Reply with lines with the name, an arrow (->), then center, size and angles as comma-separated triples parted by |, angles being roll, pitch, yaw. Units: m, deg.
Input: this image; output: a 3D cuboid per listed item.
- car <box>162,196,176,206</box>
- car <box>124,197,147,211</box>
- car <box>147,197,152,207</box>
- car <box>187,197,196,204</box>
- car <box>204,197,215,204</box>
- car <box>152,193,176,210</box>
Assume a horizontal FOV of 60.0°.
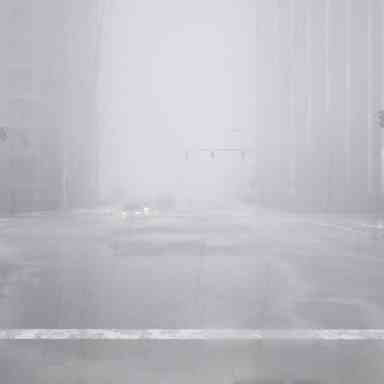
car -> -3.649, 1.477, 54.300 | 1.882, 1.535, 5.008 | 0, 0, 0
car -> -7.151, 1.477, 41.209 | 1.882, 1.535, 5.008 | 0, 0, 0
car -> -7.152, 1.491, 50.696 | 2.128, 1.511, 4.902 | 0, 0, 0
car -> -0.083, 1.600, 65.498 | 1.895, 1.301, 4.718 | 0, 0, 0
car -> 3.417, 1.600, 64.963 | 1.895, 1.301, 4.718 | 0, 0, 0
car -> -3.655, 1.221, 44.304 | 2.150, 2.045, 5.566 | 0, 0, 0
